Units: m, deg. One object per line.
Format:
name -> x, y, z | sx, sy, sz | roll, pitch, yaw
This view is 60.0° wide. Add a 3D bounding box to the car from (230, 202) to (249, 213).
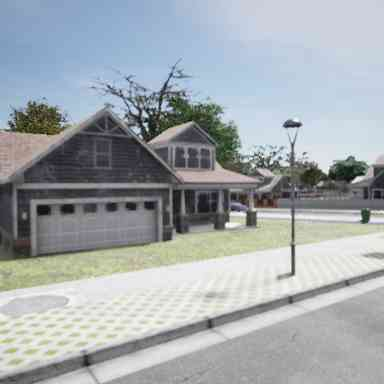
car -> 5.648, 2.045, 44.544 | 1.812, 1.442, 4.674 | -1, -1, -36
